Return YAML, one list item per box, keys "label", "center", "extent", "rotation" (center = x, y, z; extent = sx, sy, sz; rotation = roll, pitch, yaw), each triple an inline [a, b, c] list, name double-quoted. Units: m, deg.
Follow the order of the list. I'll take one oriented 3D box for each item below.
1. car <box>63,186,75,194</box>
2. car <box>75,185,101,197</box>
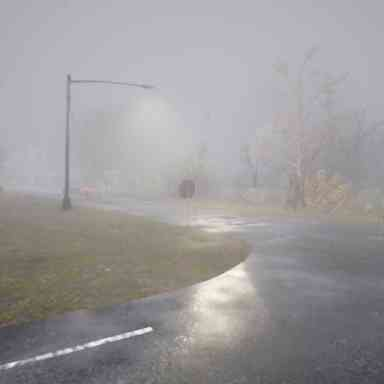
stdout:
- label: "car"
  center: [-20.849, -0.382, 57.460]
  extent: [1.882, 1.535, 5.008]
  rotation: [1, 1, -35]
- label: "car"
  center: [-15.281, -0.211, 49.607]
  extent: [2.097, 1.767, 4.553]
  rotation: [1, 1, -35]
